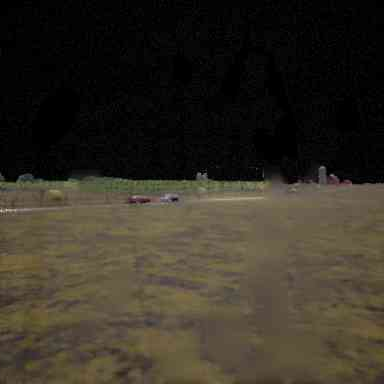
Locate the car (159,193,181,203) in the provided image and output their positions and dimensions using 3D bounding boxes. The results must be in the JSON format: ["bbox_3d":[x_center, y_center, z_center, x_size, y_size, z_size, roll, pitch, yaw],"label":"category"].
[{"bbox_3d":[-4.136,1.077,62.860,2.097,1.767,4.553,-1,0,35],"label":"car"}]

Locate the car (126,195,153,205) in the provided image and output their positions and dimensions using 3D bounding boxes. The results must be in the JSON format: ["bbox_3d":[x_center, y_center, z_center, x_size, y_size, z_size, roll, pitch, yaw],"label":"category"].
[{"bbox_3d":[-8.193,1.247,52.423,1.882,1.535,5.008,-1,0,35],"label":"car"}]
